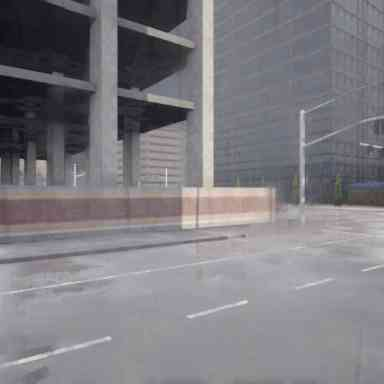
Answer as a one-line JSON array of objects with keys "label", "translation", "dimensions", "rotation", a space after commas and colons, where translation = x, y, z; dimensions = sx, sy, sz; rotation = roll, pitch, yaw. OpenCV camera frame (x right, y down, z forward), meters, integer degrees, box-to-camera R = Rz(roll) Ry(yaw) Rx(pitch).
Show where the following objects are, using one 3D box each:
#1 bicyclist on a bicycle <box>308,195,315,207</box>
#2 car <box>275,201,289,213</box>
[{"label": "bicyclist on a bicycle", "translation": [16.610, 1.290, 46.220], "dimensions": [1.656, 1.620, 0.582], "rotation": [0, 0, -36]}, {"label": "car", "translation": [8.542, 1.518, 36.932], "dimensions": [1.812, 1.442, 4.674], "rotation": [0, 0, -36]}]
